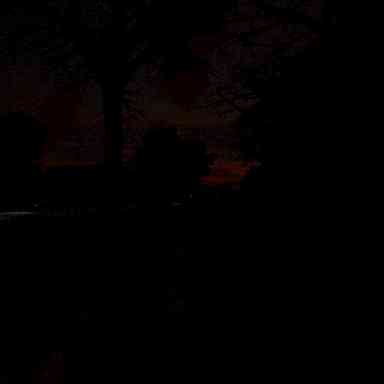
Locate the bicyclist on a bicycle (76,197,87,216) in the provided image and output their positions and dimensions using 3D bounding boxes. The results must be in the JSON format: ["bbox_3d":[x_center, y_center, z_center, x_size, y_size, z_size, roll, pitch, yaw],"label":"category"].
[{"bbox_3d":[-9.699,1.259,29.176,1.656,1.620,0.582,0,0,36],"label":"bicyclist on a bicycle"}]

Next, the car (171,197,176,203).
[{"bbox_3d":[-1.396,1.059,54.897,2.033,1.411,5.357,1,0,28],"label":"car"}]

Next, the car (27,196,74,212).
[{"bbox_3d":[-14.277,1.199,33.830,1.812,1.442,4.674,2,2,35],"label":"car"}]

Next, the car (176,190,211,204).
[{"bbox_3d":[0.317,0.796,51.536,2.150,2.045,5.566,1,1,28],"label":"car"}]

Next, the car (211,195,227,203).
[{"bbox_3d":[4.896,1.194,60.910,2.033,1.411,5.357,1,0,23],"label":"car"}]
